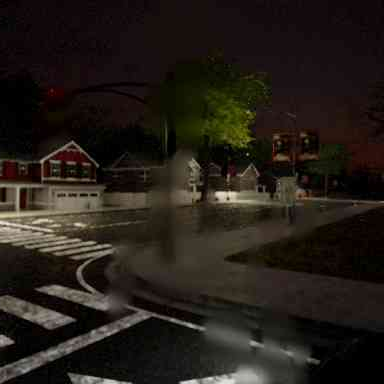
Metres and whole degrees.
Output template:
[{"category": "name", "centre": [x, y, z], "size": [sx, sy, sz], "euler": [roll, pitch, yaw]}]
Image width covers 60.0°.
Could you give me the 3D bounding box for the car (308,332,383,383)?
[{"category": "car", "centre": [3.033, 1.510, 1.518], "size": [4.892, 1.490, 1.837], "euler": [0, 0, 36]}]
